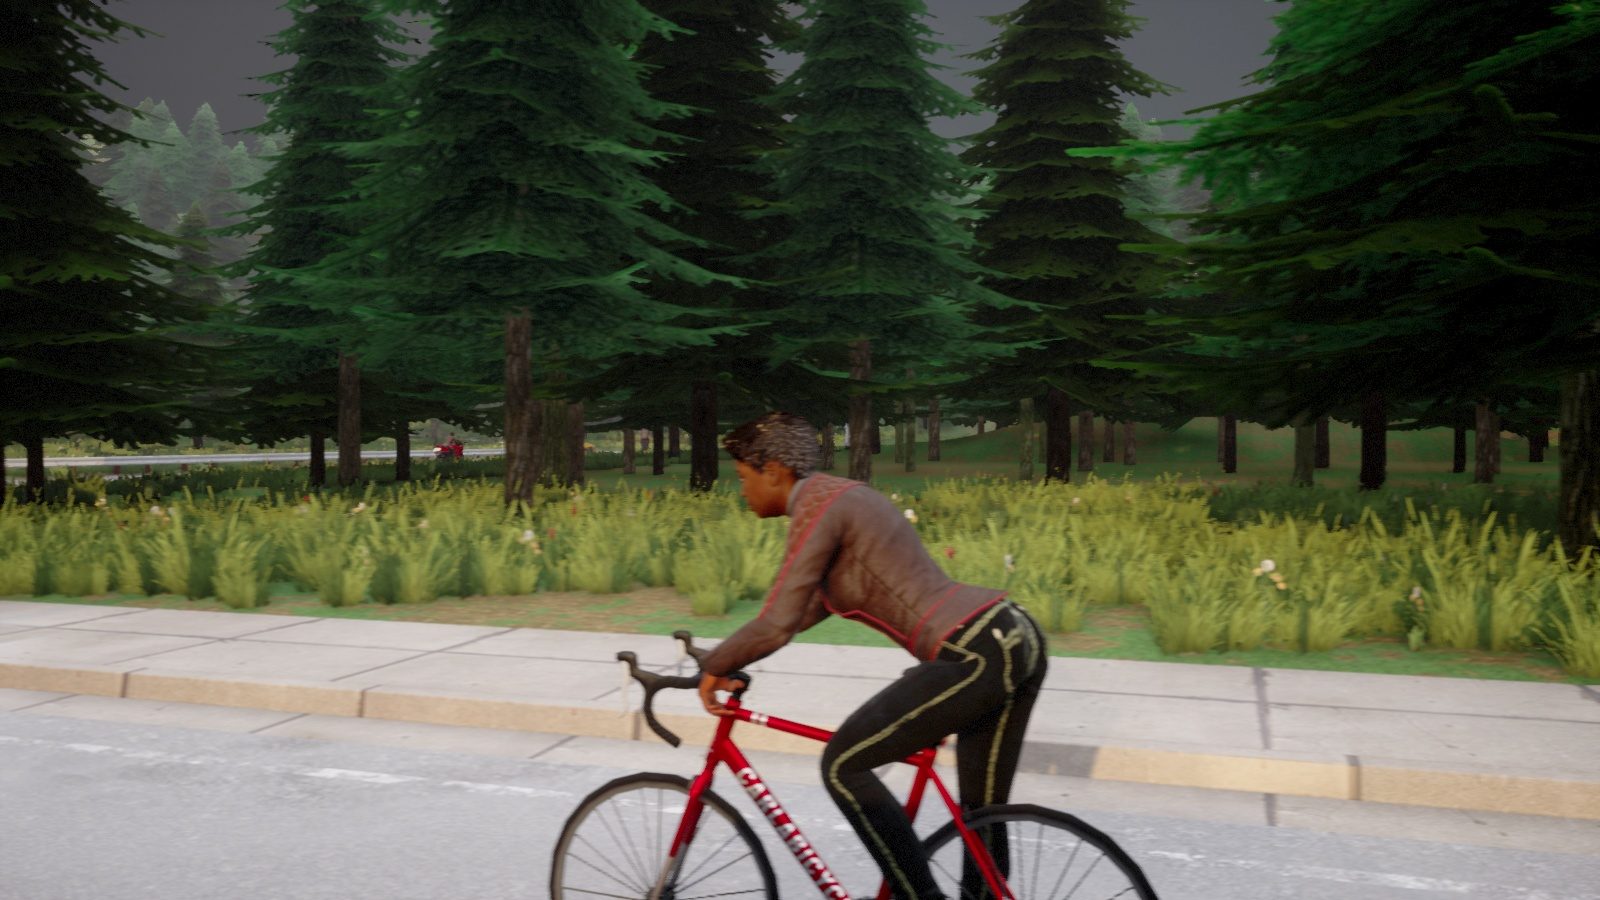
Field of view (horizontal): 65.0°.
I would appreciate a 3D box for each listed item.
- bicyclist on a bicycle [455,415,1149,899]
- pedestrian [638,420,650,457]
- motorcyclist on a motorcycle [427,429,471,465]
[{"bbox_3d":[0.010,0.728,3.189,1.656,1.620,0.582,0,1,19],"label":"bicyclist on a bicycle"},{"bbox_3d":[-7.781,-0.570,62.602,0.540,1.848,0.694,0,1,-11],"label":"pedestrian"},{"bbox_3d":[-15.082,-0.140,54.008,0.797,1.523,2.044,1,1,19],"label":"motorcyclist on a motorcycle"}]
